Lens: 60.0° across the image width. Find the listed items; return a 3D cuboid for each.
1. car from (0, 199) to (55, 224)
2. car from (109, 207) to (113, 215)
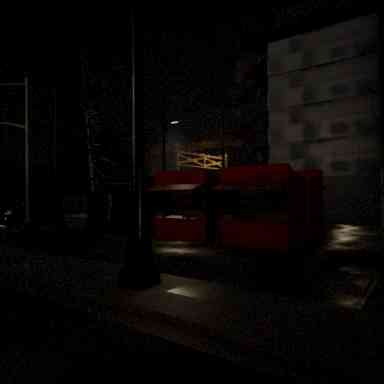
[{"bbox_3d":[-12.922,1.491,26.298,2.097,1.767,4.553,-1,-1,36],"label":"car"},{"bbox_3d":[-6.583,1.664,35.006,1.812,1.442,4.674,-1,0,36],"label":"car"}]
